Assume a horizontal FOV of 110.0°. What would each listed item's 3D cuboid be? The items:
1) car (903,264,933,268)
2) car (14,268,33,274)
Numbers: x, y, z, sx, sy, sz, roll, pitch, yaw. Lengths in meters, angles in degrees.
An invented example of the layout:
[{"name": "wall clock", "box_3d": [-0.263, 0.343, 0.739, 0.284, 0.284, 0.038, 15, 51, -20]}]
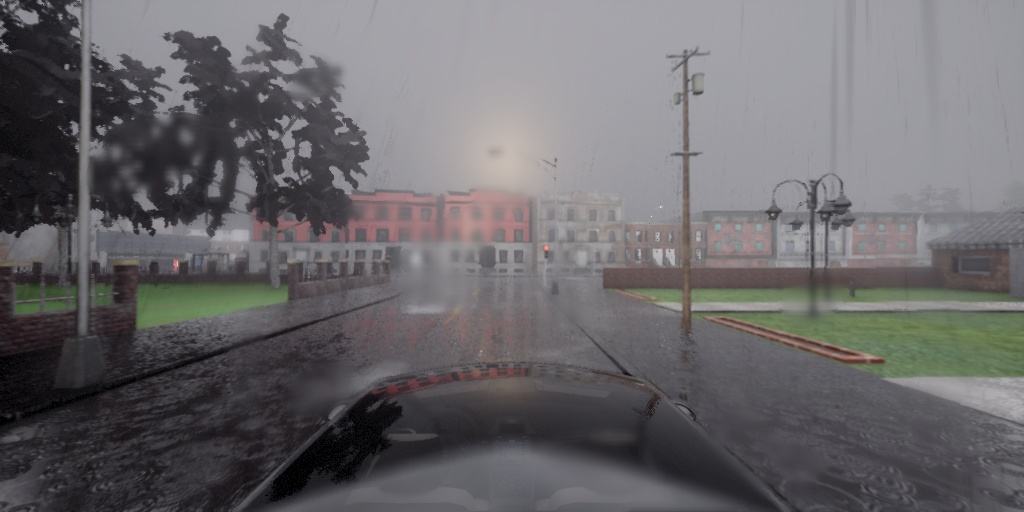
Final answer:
[{"name": "car", "box_3d": [44.537, 1.659, 39.515, 4.902, 1.511, 2.128, 0, -1, 0]}, {"name": "car", "box_3d": [-50.902, 1.666, 35.462, 5.357, 1.411, 2.033, 0, -1, 0]}]
